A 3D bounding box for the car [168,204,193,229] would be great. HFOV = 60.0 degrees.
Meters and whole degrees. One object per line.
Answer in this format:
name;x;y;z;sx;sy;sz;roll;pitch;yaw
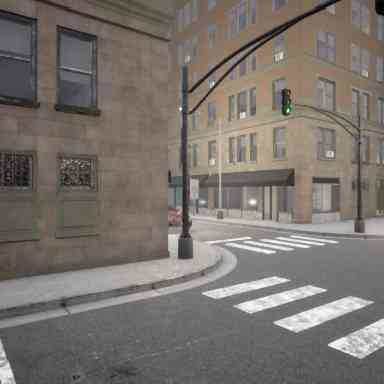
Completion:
car;-1.868;1.427;19.848;1.812;1.442;4.674;0;0;-36
